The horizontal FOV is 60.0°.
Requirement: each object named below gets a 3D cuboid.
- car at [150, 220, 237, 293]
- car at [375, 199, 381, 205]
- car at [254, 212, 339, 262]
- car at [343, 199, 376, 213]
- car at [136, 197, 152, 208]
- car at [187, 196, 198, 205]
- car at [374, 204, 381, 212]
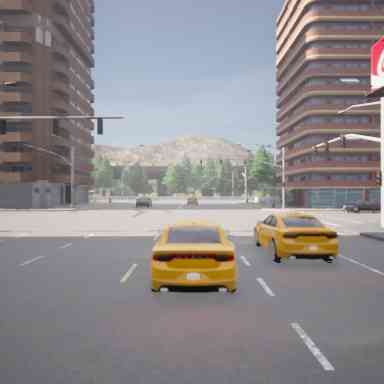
[{"bbox_3d":[0.049,1.481,8.944,1.882,1.535,5.008,0,0,0],"label":"car"},{"bbox_3d":[20.886,1.574,32.640,4.181,1.385,1.994,0,0,0],"label":"car"},{"bbox_3d":[3.565,1.482,12.204,1.882,1.535,5.008,0,0,0],"label":"car"},{"bbox_3d":[18.958,1.503,36.127,4.902,1.511,2.128,0,0,0],"label":"car"},{"bbox_3d":[-7.100,1.494,49.318,1.882,1.535,5.008,0,0,0],"label":"car"},{"bbox_3d":[0.064,1.497,59.173,1.882,1.535,5.008,0,0,0],"label":"car"},{"bbox_3d":[3.600,1.222,1.760,2.150,2.045,5.566,0,0,0],"label":"car"}]
